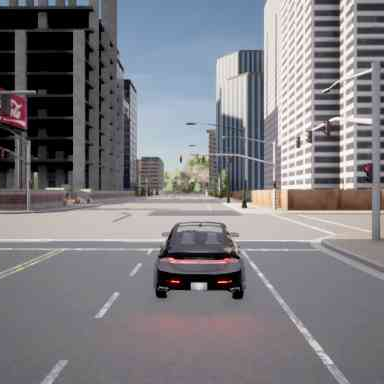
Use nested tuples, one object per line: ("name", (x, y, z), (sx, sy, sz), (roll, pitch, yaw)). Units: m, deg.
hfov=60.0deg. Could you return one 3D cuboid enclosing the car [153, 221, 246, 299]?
("car", (0.207, 1.492, 8.440), (2.128, 1.511, 4.902), (0, 0, 2))
